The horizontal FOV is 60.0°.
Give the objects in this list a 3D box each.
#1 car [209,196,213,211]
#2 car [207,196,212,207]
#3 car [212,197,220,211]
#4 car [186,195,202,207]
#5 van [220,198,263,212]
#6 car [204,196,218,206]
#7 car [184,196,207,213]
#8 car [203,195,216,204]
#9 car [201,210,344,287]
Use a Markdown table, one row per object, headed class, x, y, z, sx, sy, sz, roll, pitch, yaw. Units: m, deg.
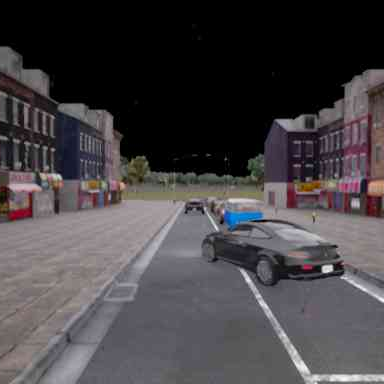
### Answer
| class | x | y | z | sx | sy | sz | roll | pitch | yaw |
| --- | --- | --- | --- | --- | --- | --- | --- | --- | --- |
| car | 2.757 | 1.392 | 29.138 | 1.752 | 1.417 | 4.829 | -1 | 0 | 0 |
| car | 2.783 | 1.408 | 34.500 | 1.947 | 1.339 | 4.313 | -1 | 0 | 0 |
| car | 2.728 | 1.332 | 23.435 | 1.967 | 1.590 | 4.097 | -1 | 0 | 0 |
| car | 0.311 | 1.274 | 47.814 | 2.128 | 1.511 | 4.902 | 0 | 0 | 1 |
| van | 2.700 | 1.258 | 17.902 | 1.690 | 1.788 | 3.998 | -1 | 0 | 0 |
| car | 2.862 | 1.351 | 51.098 | 1.802 | 1.307 | 4.206 | -1 | 0 | 0 |
| car | 0.255 | 1.350 | 34.169 | 1.837 | 1.490 | 4.892 | 0 | 1 | 0 |
| car | 2.887 | 1.296 | 56.629 | 2.008 | 1.369 | 4.403 | -1 | 0 | 0 |
| car | 1.964 | 1.482 | 9.291 | 1.812 | 1.442 | 4.674 | 0 | 1 | -25 |
